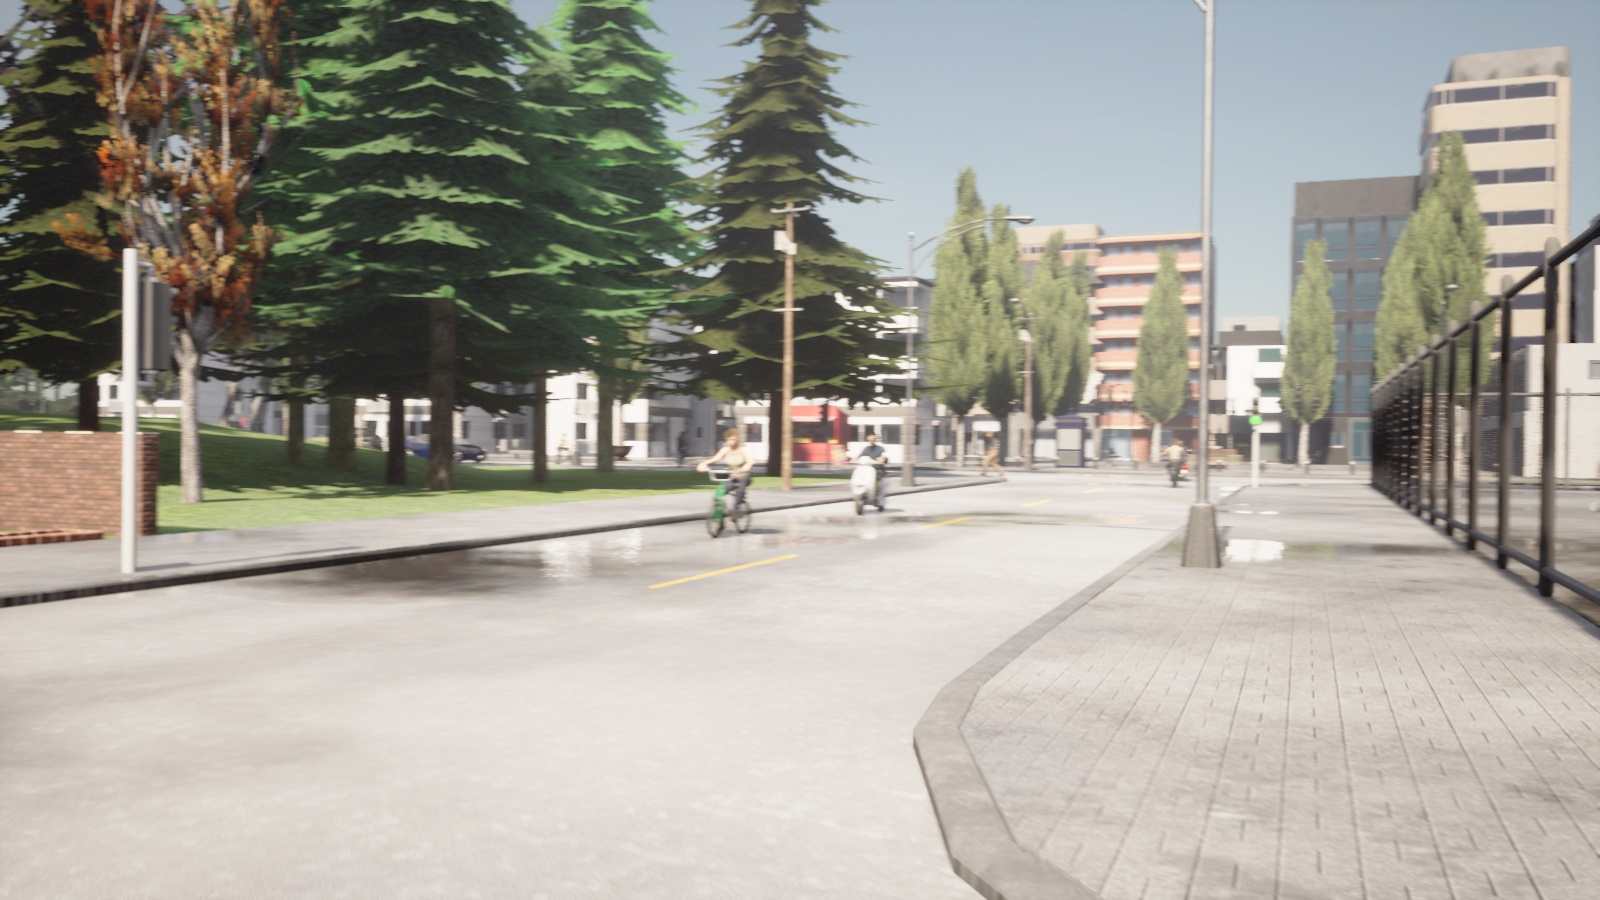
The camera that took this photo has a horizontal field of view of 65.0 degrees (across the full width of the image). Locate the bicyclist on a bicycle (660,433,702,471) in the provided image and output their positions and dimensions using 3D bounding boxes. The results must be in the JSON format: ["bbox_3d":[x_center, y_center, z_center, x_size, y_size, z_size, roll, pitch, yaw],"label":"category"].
[{"bbox_3d":[-5.573,0.093,58.733,1.843,1.776,0.659,0,0,22],"label":"bicyclist on a bicycle"}]

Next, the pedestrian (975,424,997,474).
[{"bbox_3d":[7.017,-0.036,47.359,0.694,1.848,0.540,0,1,24],"label":"pedestrian"}]

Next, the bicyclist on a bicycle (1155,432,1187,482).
[{"bbox_3d":[12.174,0.218,41.215,0.866,1.612,1.509,0,1,21],"label":"bicyclist on a bicycle"}]

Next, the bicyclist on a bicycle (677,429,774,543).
[{"bbox_3d":[-1.088,0.503,18.704,0.866,1.612,1.509,0,1,21],"label":"bicyclist on a bicycle"}]

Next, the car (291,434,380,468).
[{"bbox_3d":[-26.343,0.044,71.277,4.605,1.855,1.932,0,1,22],"label":"car"}]

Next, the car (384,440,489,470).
[{"bbox_3d":[-18.474,0.250,63.839,4.792,1.488,2.163,0,1,22],"label":"car"}]

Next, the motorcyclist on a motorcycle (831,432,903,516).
[{"bbox_3d":[1.347,0.450,24.802,0.866,1.590,1.817,0,1,22],"label":"motorcyclist on a motorcycle"}]
